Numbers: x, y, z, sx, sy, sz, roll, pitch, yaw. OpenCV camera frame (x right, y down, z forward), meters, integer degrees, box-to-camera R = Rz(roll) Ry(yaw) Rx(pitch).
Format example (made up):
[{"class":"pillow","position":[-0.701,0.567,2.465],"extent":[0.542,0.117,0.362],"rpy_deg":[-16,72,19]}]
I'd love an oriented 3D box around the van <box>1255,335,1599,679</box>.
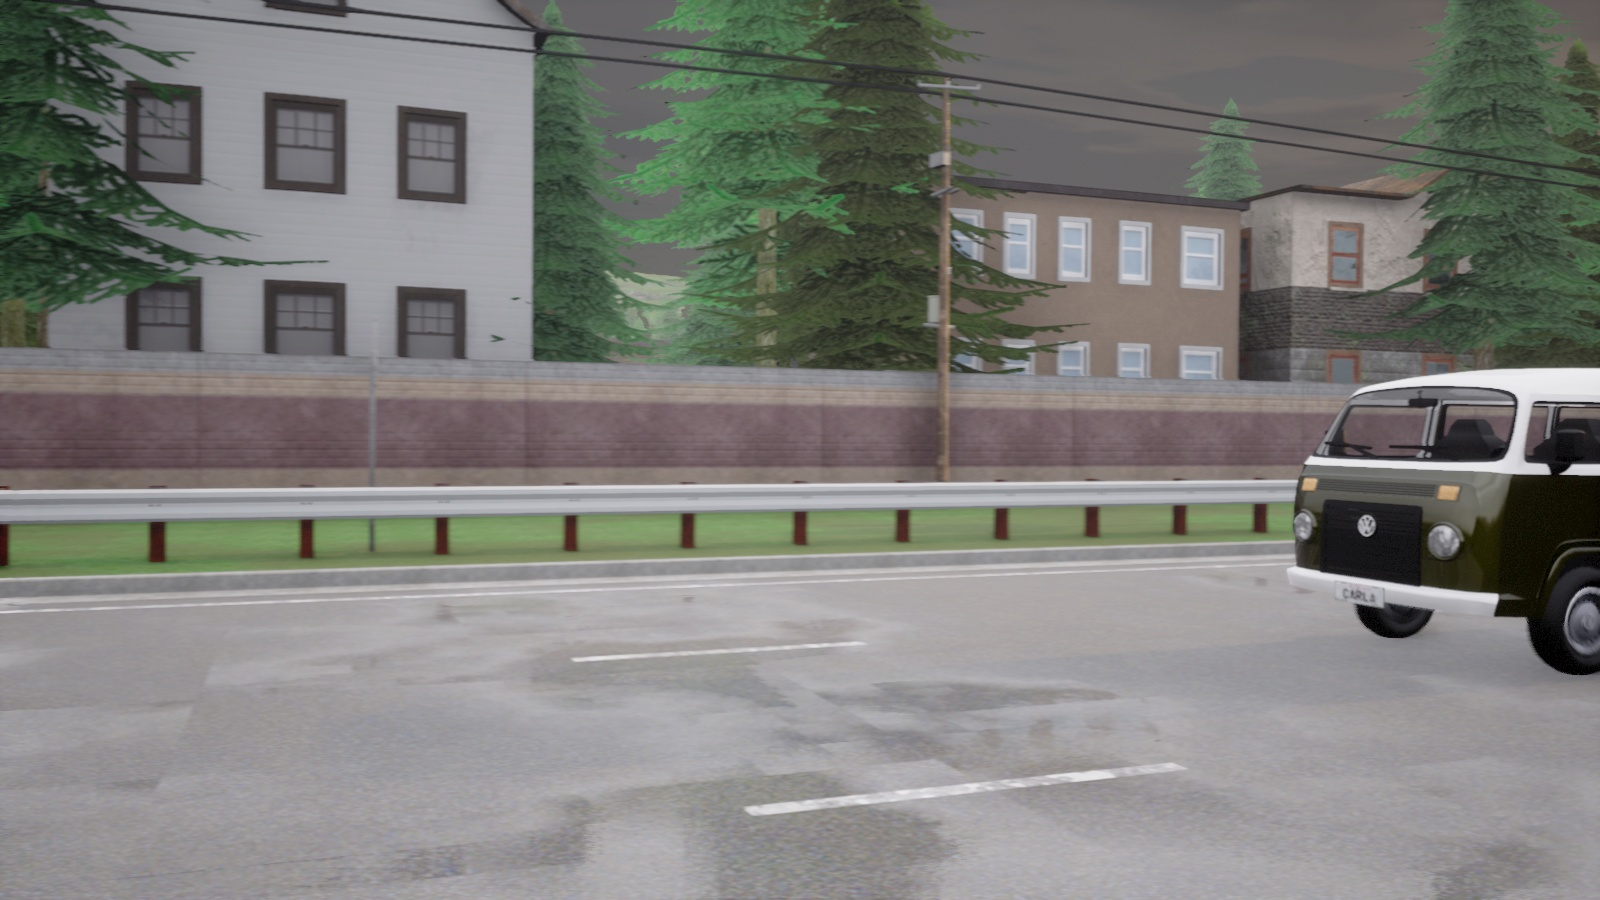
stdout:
[{"class":"van","position":[5.863,0.286,9.204],"extent":[4.480,2.038,2.069],"rpy_deg":[-1,1,-21]}]
